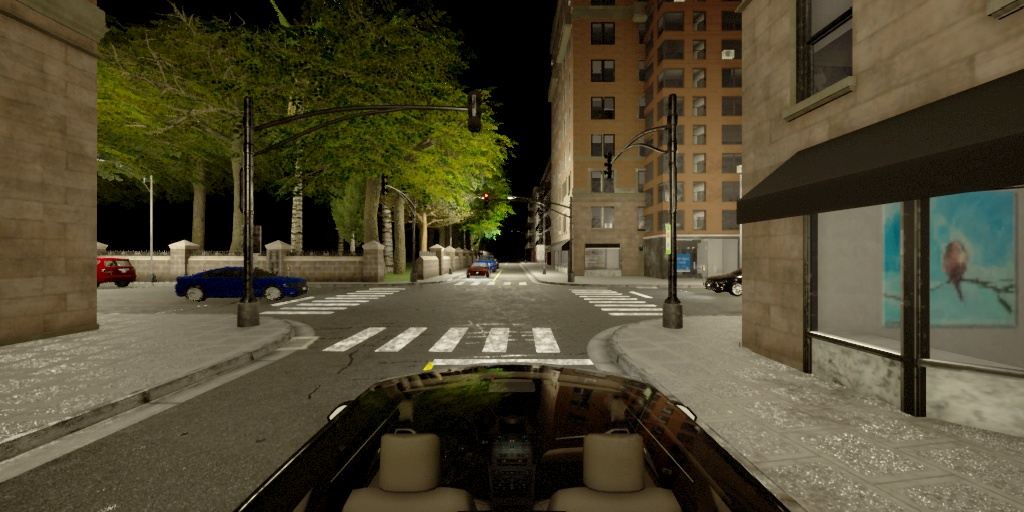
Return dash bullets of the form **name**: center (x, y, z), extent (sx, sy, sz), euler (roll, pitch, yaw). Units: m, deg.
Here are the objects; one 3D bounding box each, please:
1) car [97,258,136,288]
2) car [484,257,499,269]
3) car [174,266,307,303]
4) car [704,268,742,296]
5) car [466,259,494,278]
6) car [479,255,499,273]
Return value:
- **car**: center (-25.924, 1.035, 21.778), extent (5.009, 1.841, 2.192), euler (0, 0, 1)
- **car**: center (-3.020, 1.042, 53.644), extent (2.097, 1.767, 4.553), euler (0, 0, 0)
- **car**: center (-12.038, 1.216, 16.175), extent (5.008, 1.535, 1.882), euler (0, 0, -7)
- **car**: center (12.689, 1.271, 18.683), extent (4.892, 1.490, 1.837), euler (0, 0, 1)
- **car**: center (-3.056, 1.293, 33.608), extent (1.994, 1.385, 4.181), euler (0, 0, 0)
- **car**: center (-3.045, 0.932, 42.915), extent (2.150, 2.045, 5.566), euler (0, 0, 0)
